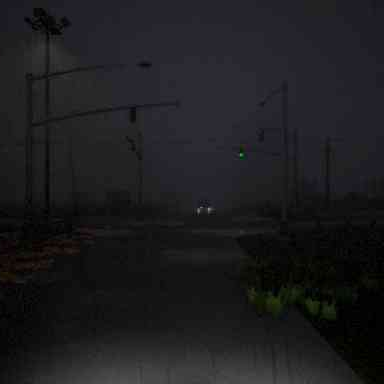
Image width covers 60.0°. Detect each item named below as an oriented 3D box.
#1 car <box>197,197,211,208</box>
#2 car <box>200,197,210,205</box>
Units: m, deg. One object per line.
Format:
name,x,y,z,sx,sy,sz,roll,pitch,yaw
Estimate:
car,1.892,1.698,52.478,1.882,1.535,5.008,0,-1,3
car,2.710,1.797,68.152,1.837,1.490,4.892,0,0,3
